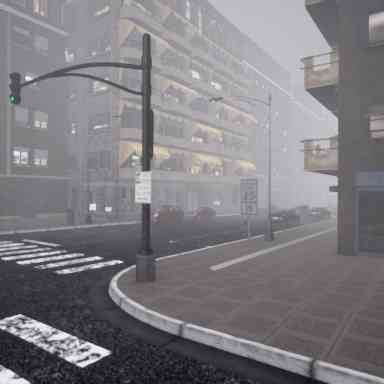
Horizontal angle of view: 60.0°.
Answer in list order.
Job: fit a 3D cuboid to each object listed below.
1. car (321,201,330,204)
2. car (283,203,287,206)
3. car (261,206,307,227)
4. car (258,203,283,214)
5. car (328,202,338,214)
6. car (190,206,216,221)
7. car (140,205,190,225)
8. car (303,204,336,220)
[{"bbox_3d":[29.934,2.820,74.187,1.967,1.590,4.097,-1,-1,35],"label":"car"},{"bbox_3d":[13.682,2.402,50.722,1.752,1.417,4.829,-1,-1,35],"label":"car"},{"bbox_3d":[7.655,2.094,27.476,1.947,1.339,4.313,-1,-2,35],"label":"car"},{"bbox_3d":[10.541,2.325,46.201,1.887,1.381,4.507,-1,-1,35],"label":"car"},{"bbox_3d":[20.704,2.457,46.257,1.752,1.417,4.829,-1,-2,35],"label":"car"},{"bbox_3d":[0.829,2.061,32.220,1.802,1.307,4.206,-1,-1,35],"label":"car"},{"bbox_3d":[-2.409,1.819,27.563,1.967,1.590,4.097,-1,-1,35],"label":"car"},{"bbox_3d":[14.131,2.294,36.796,1.947,1.339,4.313,-1,-2,35],"label":"car"}]
